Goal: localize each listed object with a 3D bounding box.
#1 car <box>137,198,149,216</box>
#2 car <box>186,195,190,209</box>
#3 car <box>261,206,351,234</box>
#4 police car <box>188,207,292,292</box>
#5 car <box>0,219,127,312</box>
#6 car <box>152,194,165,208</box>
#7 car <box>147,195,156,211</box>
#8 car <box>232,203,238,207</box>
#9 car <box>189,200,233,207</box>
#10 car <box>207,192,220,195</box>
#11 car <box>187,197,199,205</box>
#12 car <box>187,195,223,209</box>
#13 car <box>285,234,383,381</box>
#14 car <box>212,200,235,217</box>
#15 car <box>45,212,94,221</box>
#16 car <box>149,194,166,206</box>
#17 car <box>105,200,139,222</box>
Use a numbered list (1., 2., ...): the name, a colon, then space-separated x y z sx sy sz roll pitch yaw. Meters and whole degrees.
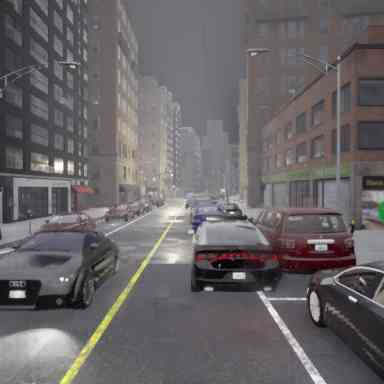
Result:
1. car: -5.599 1.564 31.790 1.802 1.307 4.206 -1 0 0
2. car: 0.133 1.532 44.852 1.994 1.385 4.181 0 0 0
3. car: 2.871 1.311 9.756 2.192 1.841 5.009 -1 0 0
4. police car: 0.921 1.422 9.044 1.930 1.638 5.238 0 0 0
5. car: -2.982 1.561 7.679 1.994 1.385 4.181 0 0 0
6. car: -5.563 1.279 48.313 2.192 1.841 5.009 -1 0 0
7. car: -5.588 1.417 37.298 1.967 1.590 4.097 -1 0 0
8. car: 2.913 1.553 26.275 1.947 1.339 4.313 -1 0 0
9. car: 0.945 1.470 18.934 1.882 1.535 5.008 0 0 0
10. car: 5.968 1.436 92.628 1.947 1.339 4.313 0 0 9
11. car: 0.136 1.553 57.009 1.895 1.301 4.718 0 0 0
12. car: 0.899 1.340 24.904 2.097 1.767 4.553 0 0 0
13. car: 2.861 1.549 4.250 2.008 1.369 4.403 -1 0 0
14. car: 2.926 1.508 31.951 1.752 1.417 4.829 -1 0 0
15. car: -5.638 1.576 15.267 1.802 1.307 4.206 -1 0 0
16. car: -5.550 1.272 53.821 2.192 1.841 5.009 -1 0 0
17. car: -5.612 1.569 26.282 1.802 1.307 4.206 -1 0 0
